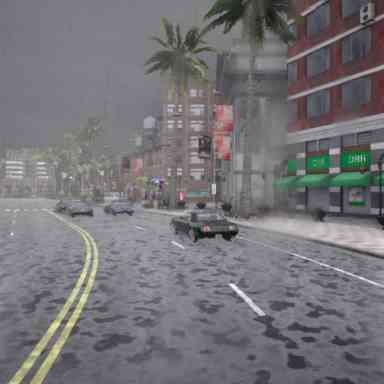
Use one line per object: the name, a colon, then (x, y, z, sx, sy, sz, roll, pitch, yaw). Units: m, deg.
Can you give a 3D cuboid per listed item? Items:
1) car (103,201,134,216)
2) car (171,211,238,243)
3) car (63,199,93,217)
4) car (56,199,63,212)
car: (-7.204, 1.547, 32.273, 2.033, 1.411, 5.357, 0, 0, -28)
car: (0.399, 1.601, 16.338, 1.895, 1.301, 4.718, 0, 0, -20)
car: (-10.564, 1.563, 31.086, 1.994, 1.385, 4.181, 0, 0, -27)
car: (-15.073, 1.547, 39.767, 2.033, 1.411, 5.357, 0, 0, -28)
